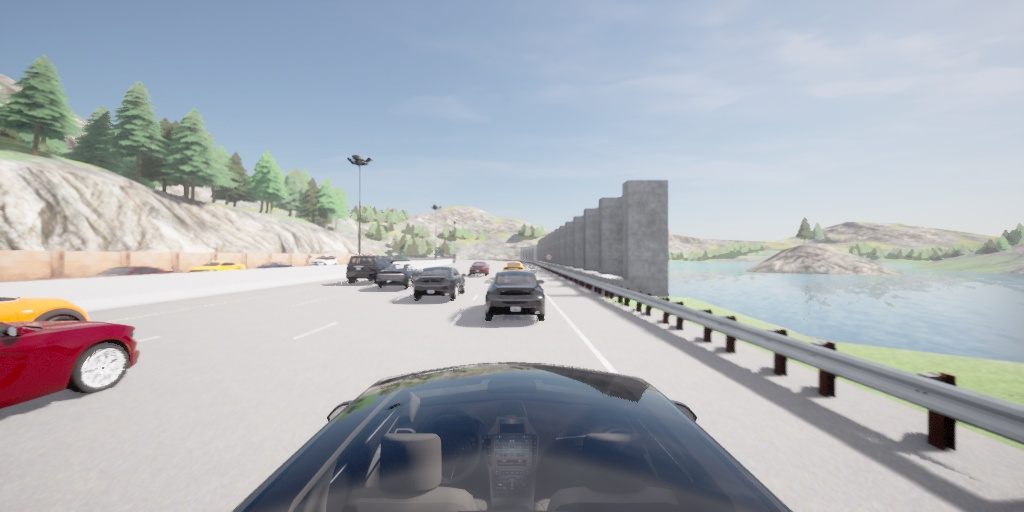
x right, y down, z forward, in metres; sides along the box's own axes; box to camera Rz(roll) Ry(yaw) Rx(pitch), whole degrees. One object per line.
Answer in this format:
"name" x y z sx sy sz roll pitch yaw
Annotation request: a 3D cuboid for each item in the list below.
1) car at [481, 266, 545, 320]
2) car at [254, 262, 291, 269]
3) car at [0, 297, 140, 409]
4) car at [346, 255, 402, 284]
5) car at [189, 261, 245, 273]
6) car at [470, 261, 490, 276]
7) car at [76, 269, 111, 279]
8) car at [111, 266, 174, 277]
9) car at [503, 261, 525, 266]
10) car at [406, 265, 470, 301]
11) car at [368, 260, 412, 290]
"car" 0.096 1.255 12.564 1.837 1.490 4.892 0 0 0
"car" -24.462 1.314 36.760 1.994 1.385 4.181 0 0 1
"car" -6.900 1.227 3.642 1.882 1.535 5.008 0 0 0
"car" -10.389 0.972 26.954 2.150 2.045 5.566 0 0 0
"car" -27.995 1.228 34.214 1.882 1.535 5.008 0 0 1
"car" -3.266 1.277 36.693 1.812 1.442 4.674 0 0 1
"car" -10.400 1.102 6.024 2.097 1.767 4.553 0 0 0
"car" -21.098 1.275 19.734 1.812 1.442 4.674 0 0 0
"car" 0.163 1.229 32.452 1.882 1.535 5.008 0 0 1
"car" -3.402 1.255 17.464 1.837 1.490 4.892 0 0 0
"car" -6.901 1.242 22.568 2.128 1.511 4.902 0 0 0
